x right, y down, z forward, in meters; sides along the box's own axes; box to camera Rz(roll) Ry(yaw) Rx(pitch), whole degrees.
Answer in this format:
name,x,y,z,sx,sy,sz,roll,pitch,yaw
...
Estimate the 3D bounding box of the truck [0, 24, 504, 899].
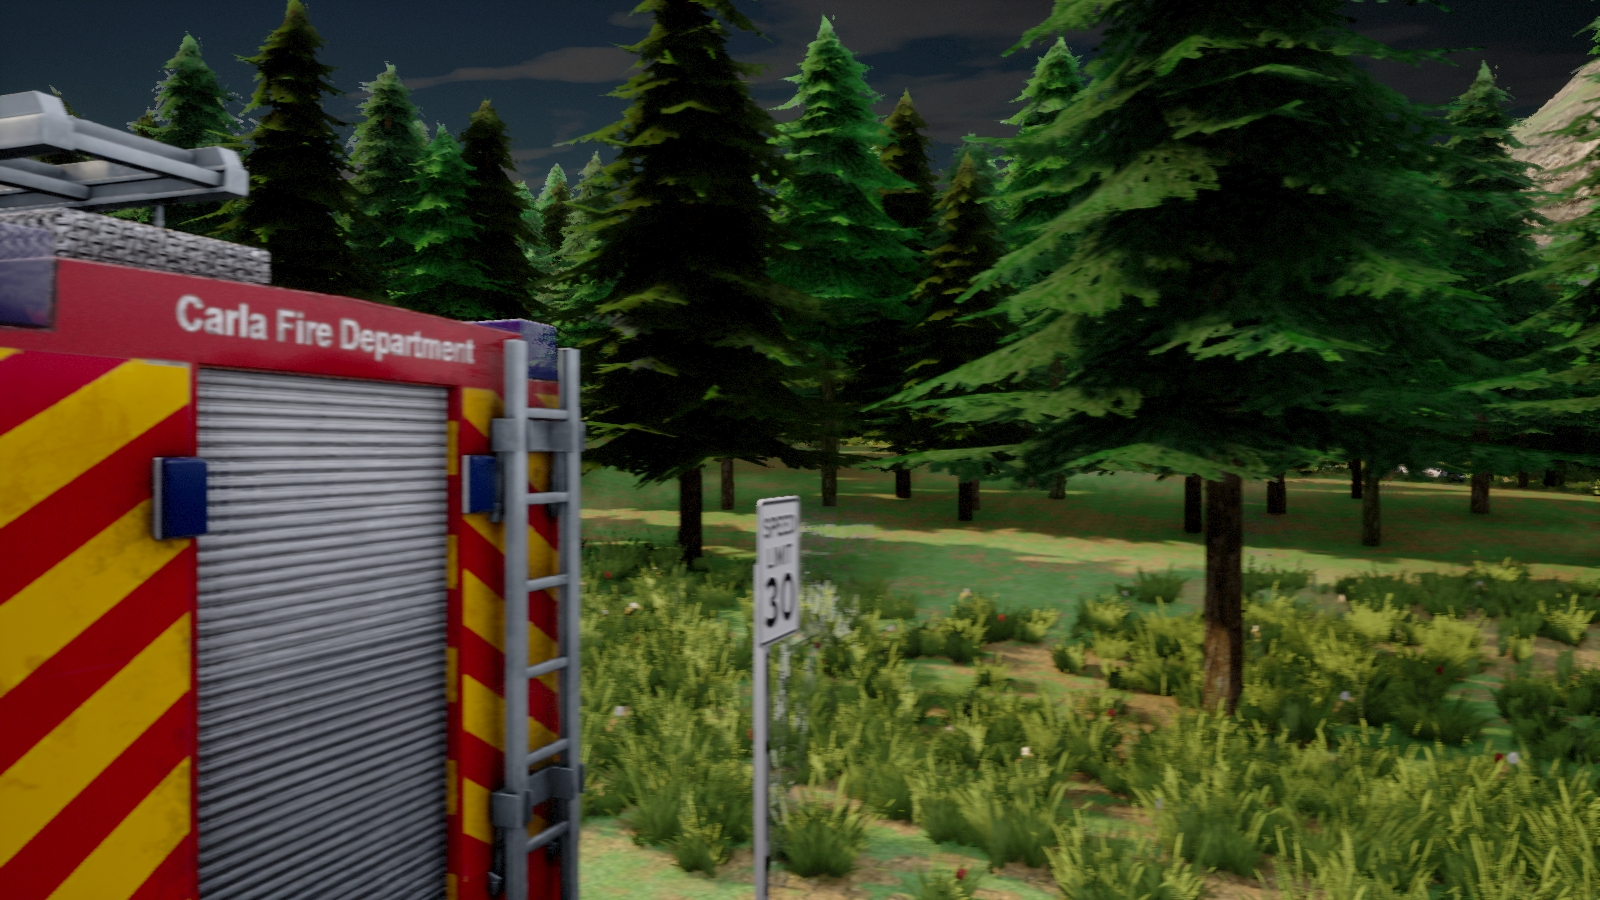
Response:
name,x,y,z,sx,sy,sz,roll,pitch,yaw
truck,-5.859,0.750,5.431,8.468,3.827,2.891,0,0,20
